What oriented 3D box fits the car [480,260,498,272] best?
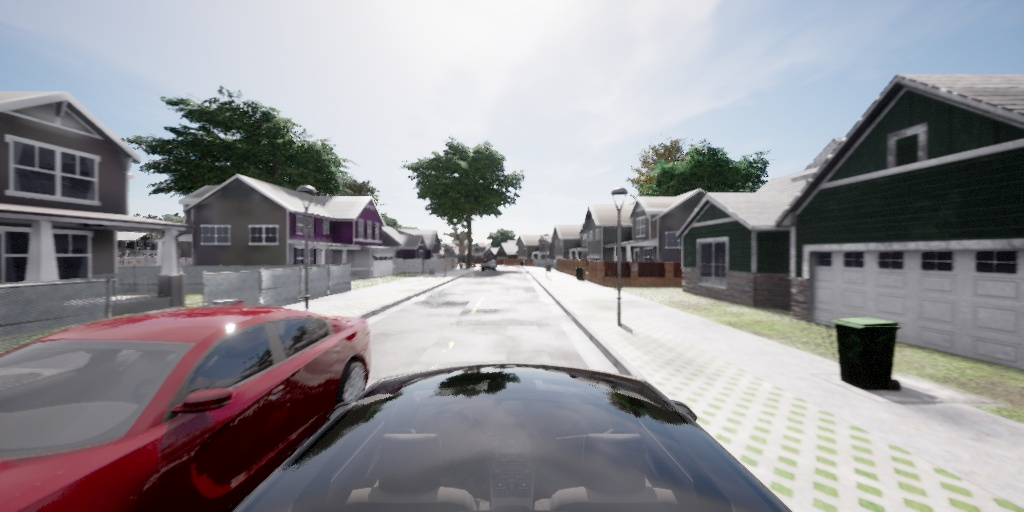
[{"bbox_3d":[-2.839,1.217,44.688,1.837,1.490,4.892,0,0,0],"label":"car"}]

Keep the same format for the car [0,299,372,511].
[{"bbox_3d":[-2.837,1.225,2.899,1.882,1.535,5.008,0,0,0],"label":"car"}]
